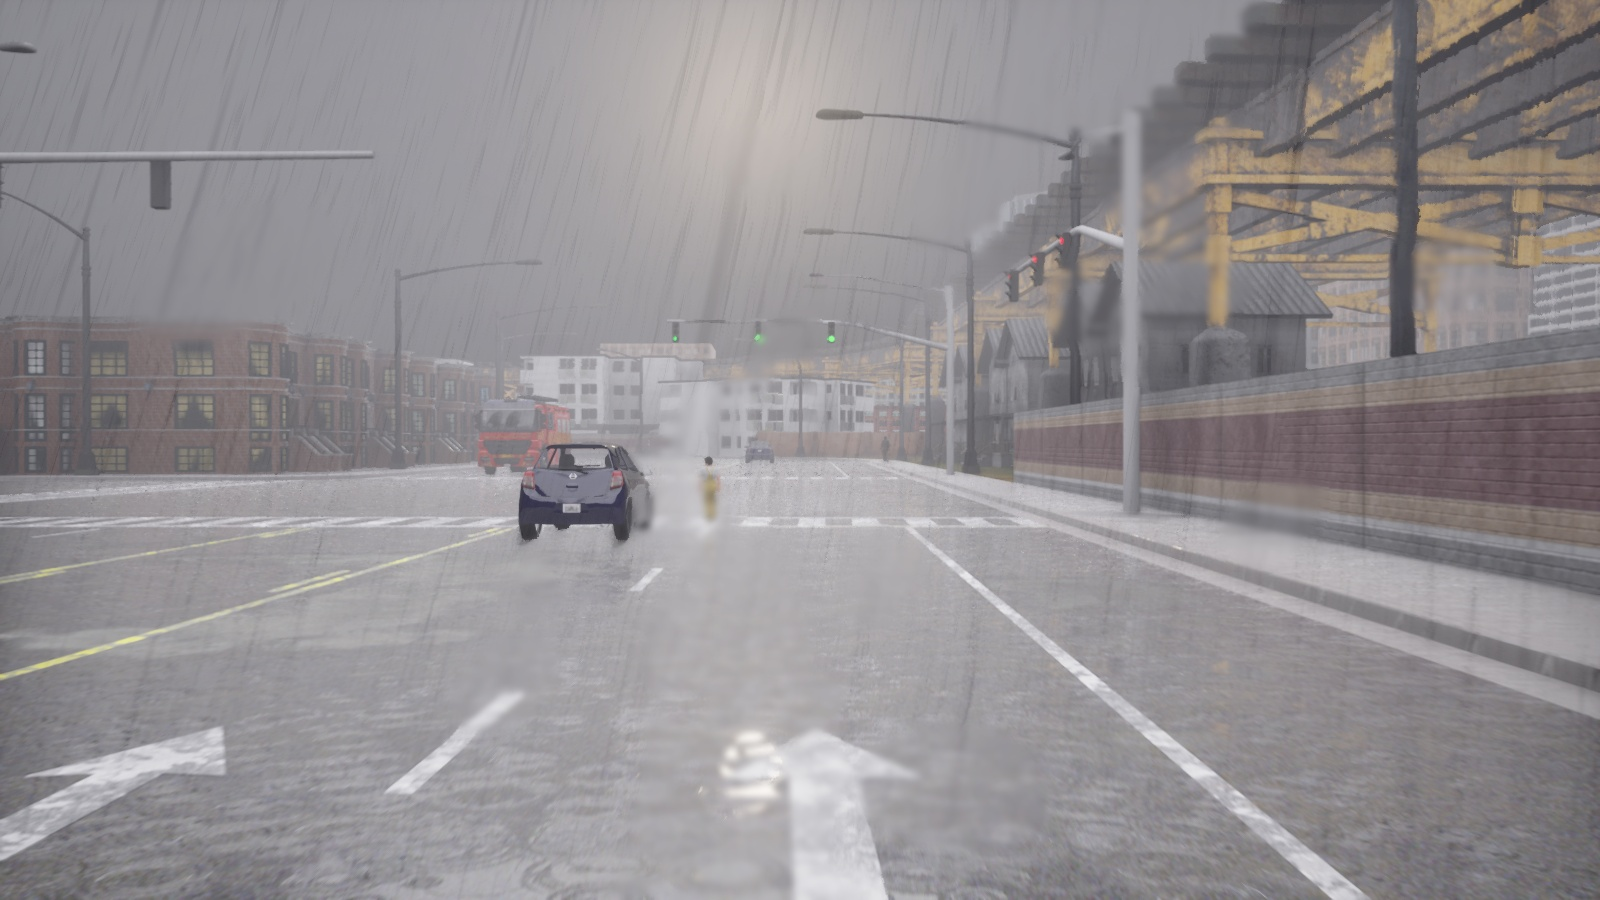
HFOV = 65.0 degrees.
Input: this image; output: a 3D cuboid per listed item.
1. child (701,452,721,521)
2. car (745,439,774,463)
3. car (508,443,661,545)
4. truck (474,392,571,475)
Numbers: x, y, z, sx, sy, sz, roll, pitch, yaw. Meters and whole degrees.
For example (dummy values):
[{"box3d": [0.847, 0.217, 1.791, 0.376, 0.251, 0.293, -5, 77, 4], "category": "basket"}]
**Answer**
[{"box3d": [-1.656, 0.678, 23.379, 0.270, 1.263, 0.437, 0, 0, -17], "category": "child"}, {"box3d": [-3.015, 0.070, 94.475, 2.097, 1.767, 4.553, 0, 0, -1], "category": "car"}, {"box3d": [-3.369, 0.643, 20.299, 1.845, 1.501, 3.633, 0, 0, 0], "category": "car"}, {"box3d": [-13.619, -0.780, 62.356, 2.891, 3.827, 8.468, 0, 0, 0], "category": "truck"}]
